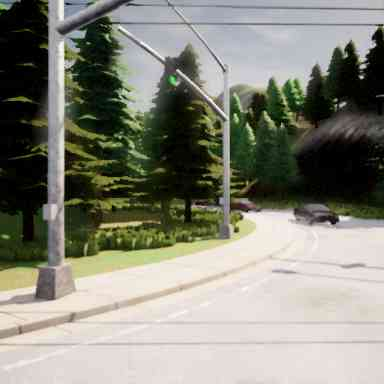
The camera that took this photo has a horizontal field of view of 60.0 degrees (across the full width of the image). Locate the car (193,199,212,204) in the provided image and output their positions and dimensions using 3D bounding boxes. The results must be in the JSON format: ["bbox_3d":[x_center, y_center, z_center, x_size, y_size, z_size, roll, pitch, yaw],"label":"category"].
[{"bbox_3d":[2.035,1.514,50.078,1.882,1.535,5.008,0,0,-37],"label":"car"}]

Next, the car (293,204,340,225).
[{"bbox_3d":[9.032,1.571,24.657,2.033,1.411,5.357,0,0,1],"label":"car"}]

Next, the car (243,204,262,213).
[{"bbox_3d":[5.871,1.557,37.497,1.812,1.442,4.674,0,0,-27],"label":"car"}]
